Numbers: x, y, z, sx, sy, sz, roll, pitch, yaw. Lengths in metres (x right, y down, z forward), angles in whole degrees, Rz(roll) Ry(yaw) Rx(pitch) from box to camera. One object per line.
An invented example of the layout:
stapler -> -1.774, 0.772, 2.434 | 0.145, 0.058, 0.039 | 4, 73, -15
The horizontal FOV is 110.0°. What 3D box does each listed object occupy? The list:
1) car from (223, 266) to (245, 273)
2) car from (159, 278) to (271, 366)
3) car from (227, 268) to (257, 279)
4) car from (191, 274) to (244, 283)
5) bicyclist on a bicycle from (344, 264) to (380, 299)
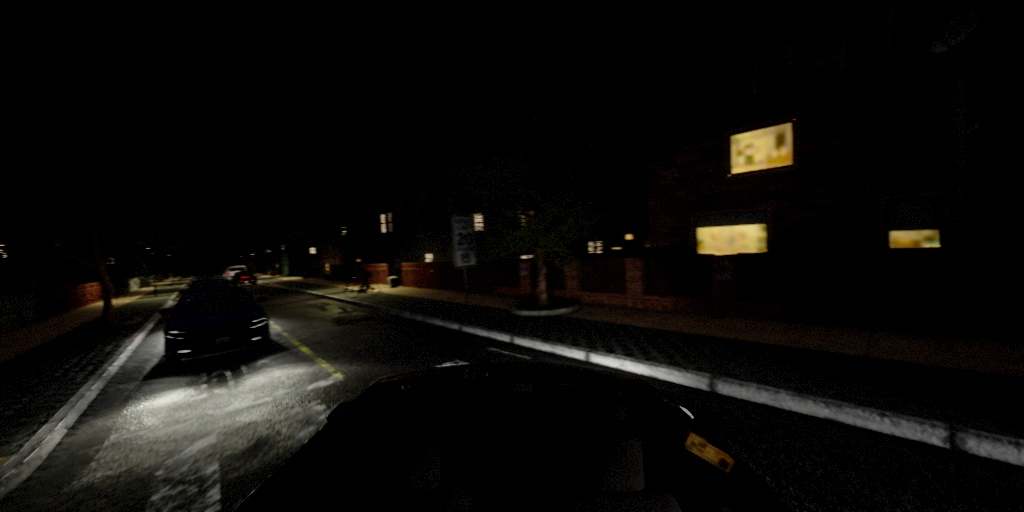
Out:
car -> -33.667, 2.253, 43.740 | 2.150, 2.045, 5.566 | -5, 2, -41
car -> -7.849, 1.591, 9.548 | 1.882, 1.535, 5.008 | -5, 2, -41
car -> -27.025, 2.271, 36.123 | 1.837, 1.490, 4.892 | -5, 2, -41
car -> -14.566, 1.872, 17.289 | 2.128, 1.511, 4.902 | -5, 2, -41
bicyclist on a bicycle -> -7.159, 1.181, 17.088 | 1.656, 1.620, 0.582 | -4, 1, -41
